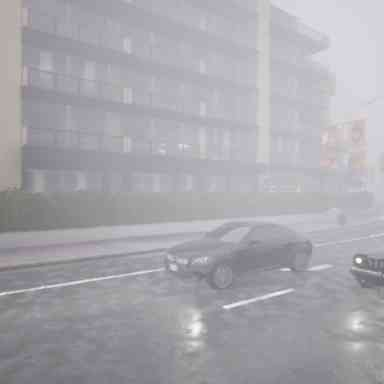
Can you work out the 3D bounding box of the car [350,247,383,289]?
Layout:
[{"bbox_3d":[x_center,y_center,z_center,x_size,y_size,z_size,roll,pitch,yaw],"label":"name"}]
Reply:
[{"bbox_3d":[5.875,1.609,8.063,4.718,1.301,1.895,0,0,-35],"label":"car"}]

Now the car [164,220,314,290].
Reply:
[{"bbox_3d":[1.468,1.531,9.227,4.674,1.442,1.812,0,0,-35],"label":"car"}]
